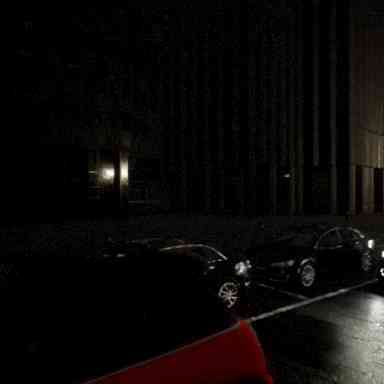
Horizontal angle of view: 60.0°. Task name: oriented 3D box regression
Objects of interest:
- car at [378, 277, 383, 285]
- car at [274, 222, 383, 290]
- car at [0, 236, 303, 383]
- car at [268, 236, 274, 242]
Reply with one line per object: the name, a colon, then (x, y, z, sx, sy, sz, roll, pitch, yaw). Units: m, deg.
car: (6.419, 1.337, 7.945, 4.553, 1.767, 2.097, 0, 0, -35)
car: (3.242, 1.539, 8.964, 4.403, 1.369, 2.008, 0, 0, -36)
car: (-1.573, 1.352, 2.217, 4.553, 1.767, 2.097, 0, 0, -36)
car: (-0.822, 1.547, 6.064, 4.403, 1.369, 2.008, 0, 0, -36)
